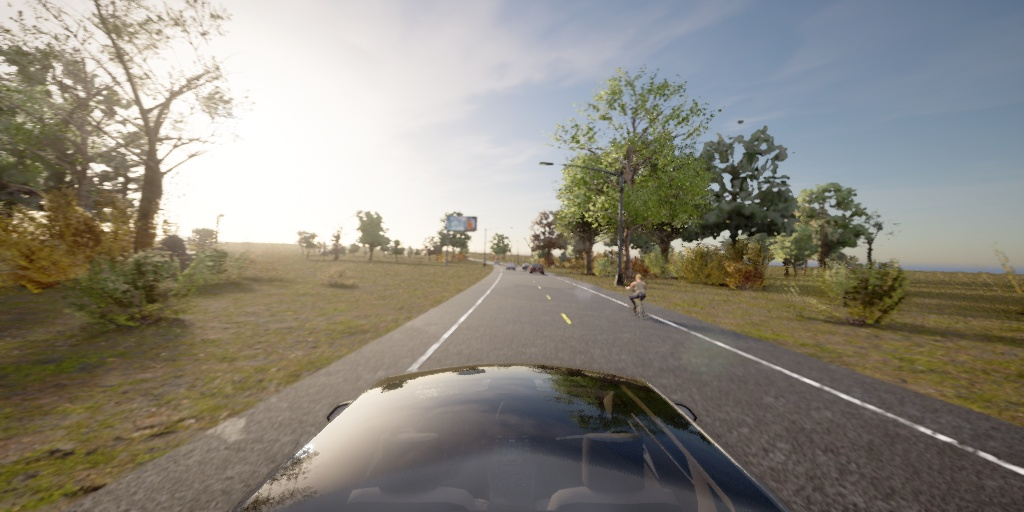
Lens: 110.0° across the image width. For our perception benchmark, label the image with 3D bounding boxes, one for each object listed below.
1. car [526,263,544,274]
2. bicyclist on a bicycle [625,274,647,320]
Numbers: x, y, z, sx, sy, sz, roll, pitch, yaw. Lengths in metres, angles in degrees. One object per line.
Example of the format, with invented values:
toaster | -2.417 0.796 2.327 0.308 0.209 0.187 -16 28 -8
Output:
car | 3.713 1.850 55.620 2.097 1.767 4.553 2 -1 -1
bicyclist on a bicycle | 4.640 1.473 13.311 0.866 1.612 1.509 2 -1 1
